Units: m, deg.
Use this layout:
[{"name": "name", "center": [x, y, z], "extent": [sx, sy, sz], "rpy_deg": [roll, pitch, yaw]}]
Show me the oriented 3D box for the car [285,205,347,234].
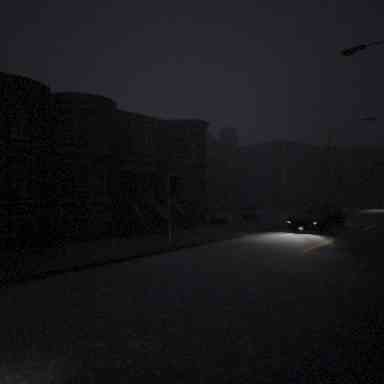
[{"name": "car", "center": [7.327, 1.472, 19.216], "extent": [2.033, 1.411, 5.357], "rpy_deg": [-1, 0, 40]}]
